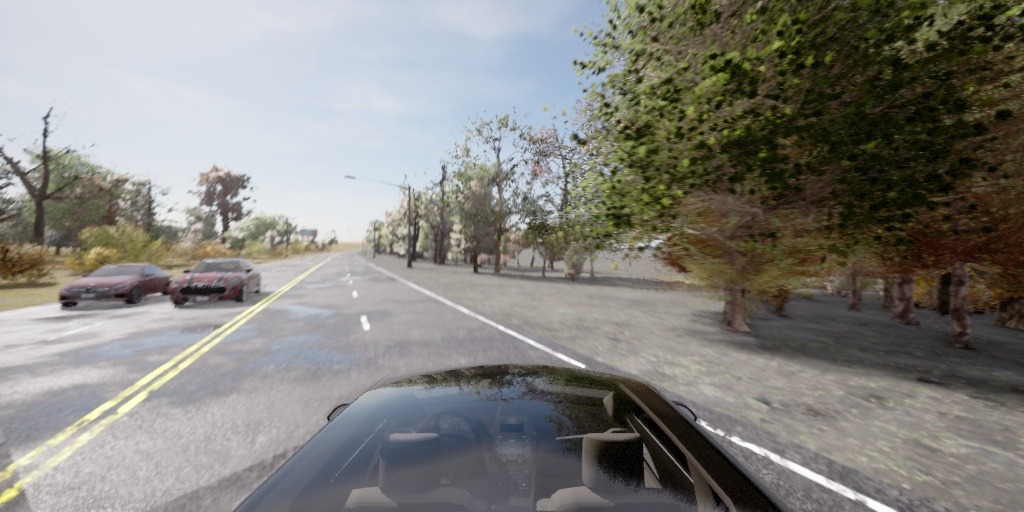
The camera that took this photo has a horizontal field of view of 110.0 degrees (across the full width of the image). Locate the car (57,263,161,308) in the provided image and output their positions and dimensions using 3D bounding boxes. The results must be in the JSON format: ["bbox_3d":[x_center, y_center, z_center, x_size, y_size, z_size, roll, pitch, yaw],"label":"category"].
[{"bbox_3d":[-15.138,1.033,14.063,1.812,1.442,4.674,0,1,-25],"label":"car"}]

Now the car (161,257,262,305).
[{"bbox_3d":[-11.791,0.879,14.600,2.097,1.767,4.553,0,1,-26],"label":"car"}]
